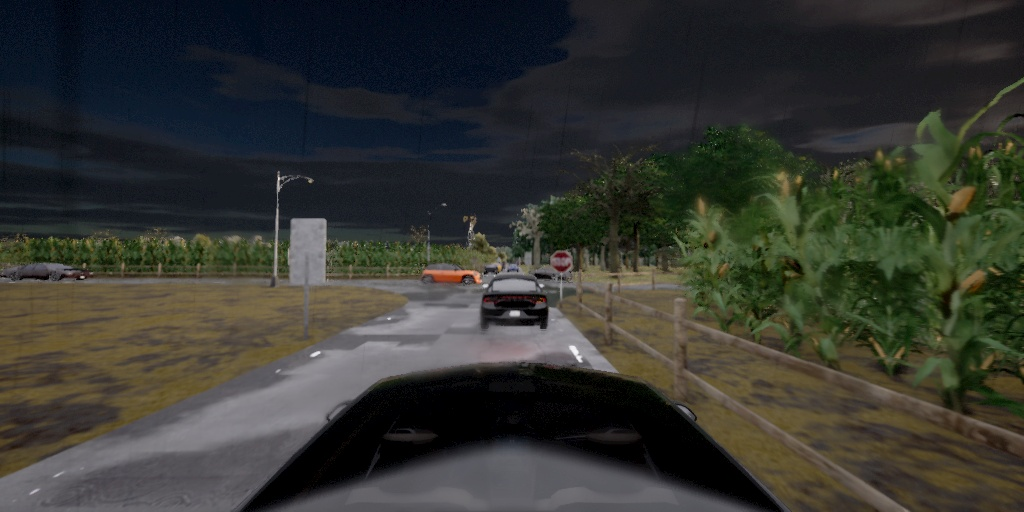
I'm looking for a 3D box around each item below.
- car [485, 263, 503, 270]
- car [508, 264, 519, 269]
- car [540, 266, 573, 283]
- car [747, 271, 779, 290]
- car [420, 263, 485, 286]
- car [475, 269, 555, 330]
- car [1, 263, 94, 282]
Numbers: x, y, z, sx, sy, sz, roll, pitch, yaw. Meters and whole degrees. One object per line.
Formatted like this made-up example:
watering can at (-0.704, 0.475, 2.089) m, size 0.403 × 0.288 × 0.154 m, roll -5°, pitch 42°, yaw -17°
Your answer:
car at (-2.774, 1.842, 48.702) m, size 2.033 × 1.411 × 5.357 m, roll 0°, pitch -1°, yaw 1°
car at (0.236, 1.987, 61.030) m, size 2.033 × 1.411 × 5.357 m, roll 0°, pitch -1°, yaw 0°
car at (3.698, 1.745, 35.266) m, size 4.902 × 1.511 × 2.128 m, roll 2°, pitch 1°, yaw 44°
car at (20.991, 1.698, 27.837) m, size 4.553 × 1.767 × 2.097 m, roll 1°, pitch -2°, yaw 0°
car at (-4.665, 1.373, 27.862) m, size 4.553 × 1.767 × 2.097 m, roll 1°, pitch 0°, yaw 0°
car at (0.051, 1.340, 11.583) m, size 1.882 × 1.535 × 5.008 m, roll 0°, pitch -1°, yaw -1°
car at (-36.113, 1.259, 27.949) m, size 5.357 × 1.411 × 2.033 m, roll 0°, pitch -2°, yaw 0°
